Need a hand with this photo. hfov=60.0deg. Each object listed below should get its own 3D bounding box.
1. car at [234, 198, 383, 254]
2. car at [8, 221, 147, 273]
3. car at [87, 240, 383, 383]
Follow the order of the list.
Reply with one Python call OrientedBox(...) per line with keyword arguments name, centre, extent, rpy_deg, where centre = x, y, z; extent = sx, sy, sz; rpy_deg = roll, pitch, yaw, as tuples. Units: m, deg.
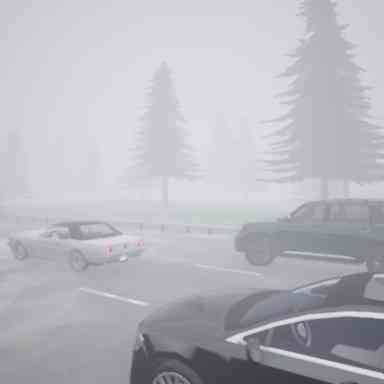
OrientedBox(name="car", centre=(3.997, 1.200, 9.640), extent=(5.566, 2.045, 2.150), rpy_deg=(0, 0, 35))
OrientedBox(name="car", centre=(-3.816, 1.588, 10.652), extent=(4.718, 1.301, 1.895), rpy_deg=(0, 0, 33))
OrientedBox(name="car", centre=(1.582, 1.484, 2.776), extent=(4.902, 1.511, 2.128), rpy_deg=(0, 0, 36))
